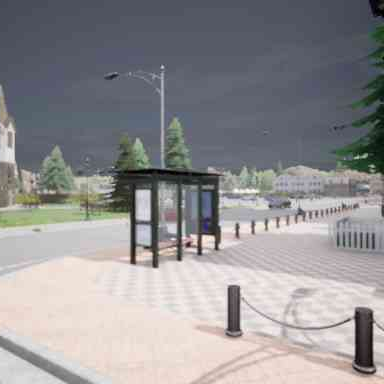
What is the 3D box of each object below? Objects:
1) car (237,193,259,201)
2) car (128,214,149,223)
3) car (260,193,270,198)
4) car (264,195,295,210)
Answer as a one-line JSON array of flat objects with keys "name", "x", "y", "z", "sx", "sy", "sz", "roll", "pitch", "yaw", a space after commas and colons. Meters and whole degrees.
[{"name": "car", "x": 14.289, "y": 1.524, "z": 84.940, "sx": 3.806, "sy": 1.475, "sz": 1.970, "roll": 0, "pitch": 0, "yaw": 35}, {"name": "car", "x": -2.387, "y": 1.645, "z": 24.303, "sx": 1.895, "sy": 1.301, "sz": 4.718, "roll": 0, "pitch": 0, "yaw": 35}, {"name": "car", "x": 18.649, "y": 1.486, "z": 78.237, "sx": 3.633, "sy": 1.501, "sz": 1.845, "roll": 0, "pitch": 0, "yaw": 35}, {"name": "car", "x": 11.704, "y": 1.550, "z": 44.266, "sx": 1.837, "sy": 1.490, "sz": 4.892, "roll": 0, "pitch": 0, "yaw": 36}]
